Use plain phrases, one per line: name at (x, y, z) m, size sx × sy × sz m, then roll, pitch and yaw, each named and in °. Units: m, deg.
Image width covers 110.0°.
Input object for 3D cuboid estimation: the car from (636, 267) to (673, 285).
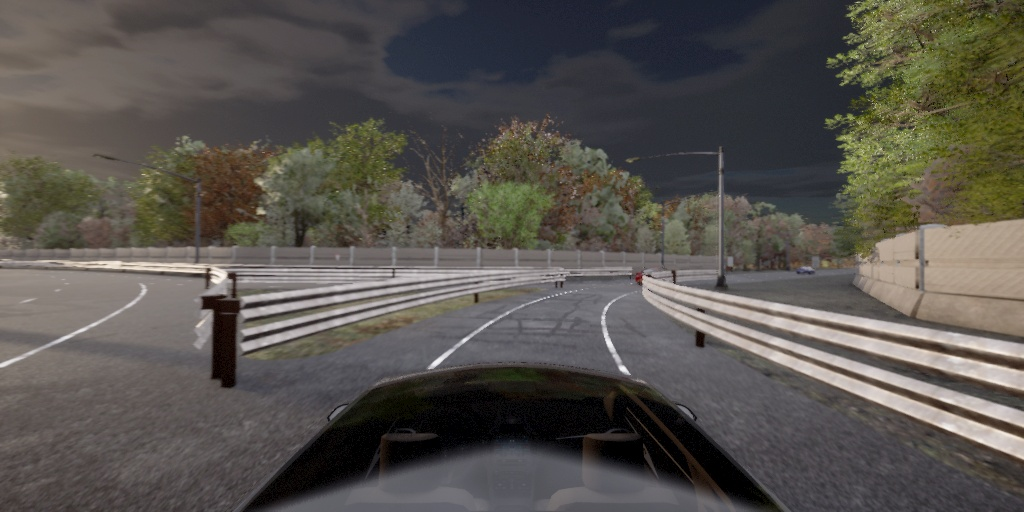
car at (12.562, 1.734, 31.112) m, size 5.008 × 1.535 × 1.882 m, roll 1°, pitch -1°, yaw -45°
